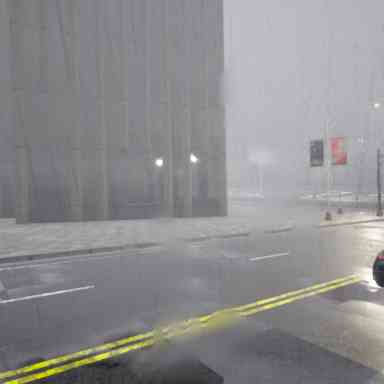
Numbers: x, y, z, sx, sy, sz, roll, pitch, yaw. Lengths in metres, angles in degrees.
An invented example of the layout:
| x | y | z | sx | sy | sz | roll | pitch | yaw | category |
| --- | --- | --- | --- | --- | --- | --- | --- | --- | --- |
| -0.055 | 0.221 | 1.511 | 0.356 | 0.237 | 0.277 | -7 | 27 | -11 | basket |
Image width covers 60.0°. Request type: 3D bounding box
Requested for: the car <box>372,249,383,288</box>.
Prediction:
| x | y | z | sx | sy | sz | roll | pitch | yaw | category |
| --- | --- | --- | --- | --- | --- | --- | --- | --- | --- |
| 6.163 | 1.553 | 7.917 | 4.181 | 1.385 | 1.994 | 0 | 0 | -35 | car |
